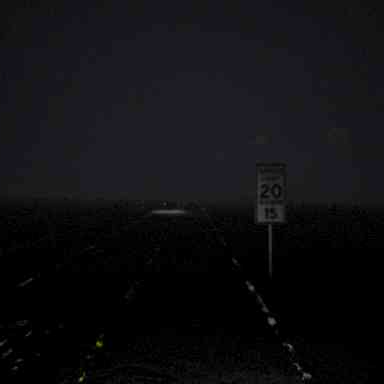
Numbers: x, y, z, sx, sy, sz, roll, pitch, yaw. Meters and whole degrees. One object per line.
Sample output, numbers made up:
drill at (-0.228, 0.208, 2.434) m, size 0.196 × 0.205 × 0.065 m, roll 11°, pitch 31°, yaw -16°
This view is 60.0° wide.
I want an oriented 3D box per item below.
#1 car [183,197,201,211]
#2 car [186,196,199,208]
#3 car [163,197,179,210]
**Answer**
car at (0.059, 1.489, 39.264) m, size 1.812 × 1.442 × 4.674 m, roll 0°, pitch 0°, yaw 0°
car at (0.076, 1.462, 49.639) m, size 1.837 × 1.490 × 4.892 m, roll 0°, pitch 0°, yaw 0°
car at (-2.687, 1.441, 43.441) m, size 1.882 × 1.535 × 5.008 m, roll 0°, pitch 0°, yaw 0°
